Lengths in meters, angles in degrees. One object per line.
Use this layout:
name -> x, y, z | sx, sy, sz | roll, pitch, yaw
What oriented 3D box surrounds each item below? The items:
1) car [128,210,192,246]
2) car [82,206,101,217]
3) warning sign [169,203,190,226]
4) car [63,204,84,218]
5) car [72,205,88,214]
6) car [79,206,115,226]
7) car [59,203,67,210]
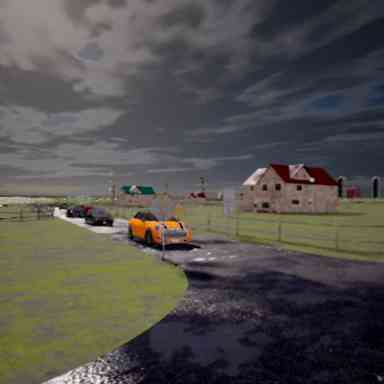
car -> -1.789, 1.745, 17.504 | 2.097, 1.767, 4.553 | 2, -2, -28
car -> -14.766, 2.809, 48.796 | 1.812, 1.442, 4.674 | 2, -2, -27
warning sign -> -1.037, 1.860, 27.540 | 1.300, 1.860, 1.060 | 3, -2, -27
car -> -15.094, 2.646, 43.126 | 1.994, 1.385, 4.181 | 2, -2, -27
car -> -19.502, 3.013, 57.893 | 1.882, 1.535, 5.008 | 2, -2, -28
car -> -8.605, 2.289, 30.566 | 2.033, 1.411, 5.357 | 2, -2, -27
car -> -32.816, 3.679, 85.365 | 2.097, 1.767, 4.553 | 2, -2, -27
